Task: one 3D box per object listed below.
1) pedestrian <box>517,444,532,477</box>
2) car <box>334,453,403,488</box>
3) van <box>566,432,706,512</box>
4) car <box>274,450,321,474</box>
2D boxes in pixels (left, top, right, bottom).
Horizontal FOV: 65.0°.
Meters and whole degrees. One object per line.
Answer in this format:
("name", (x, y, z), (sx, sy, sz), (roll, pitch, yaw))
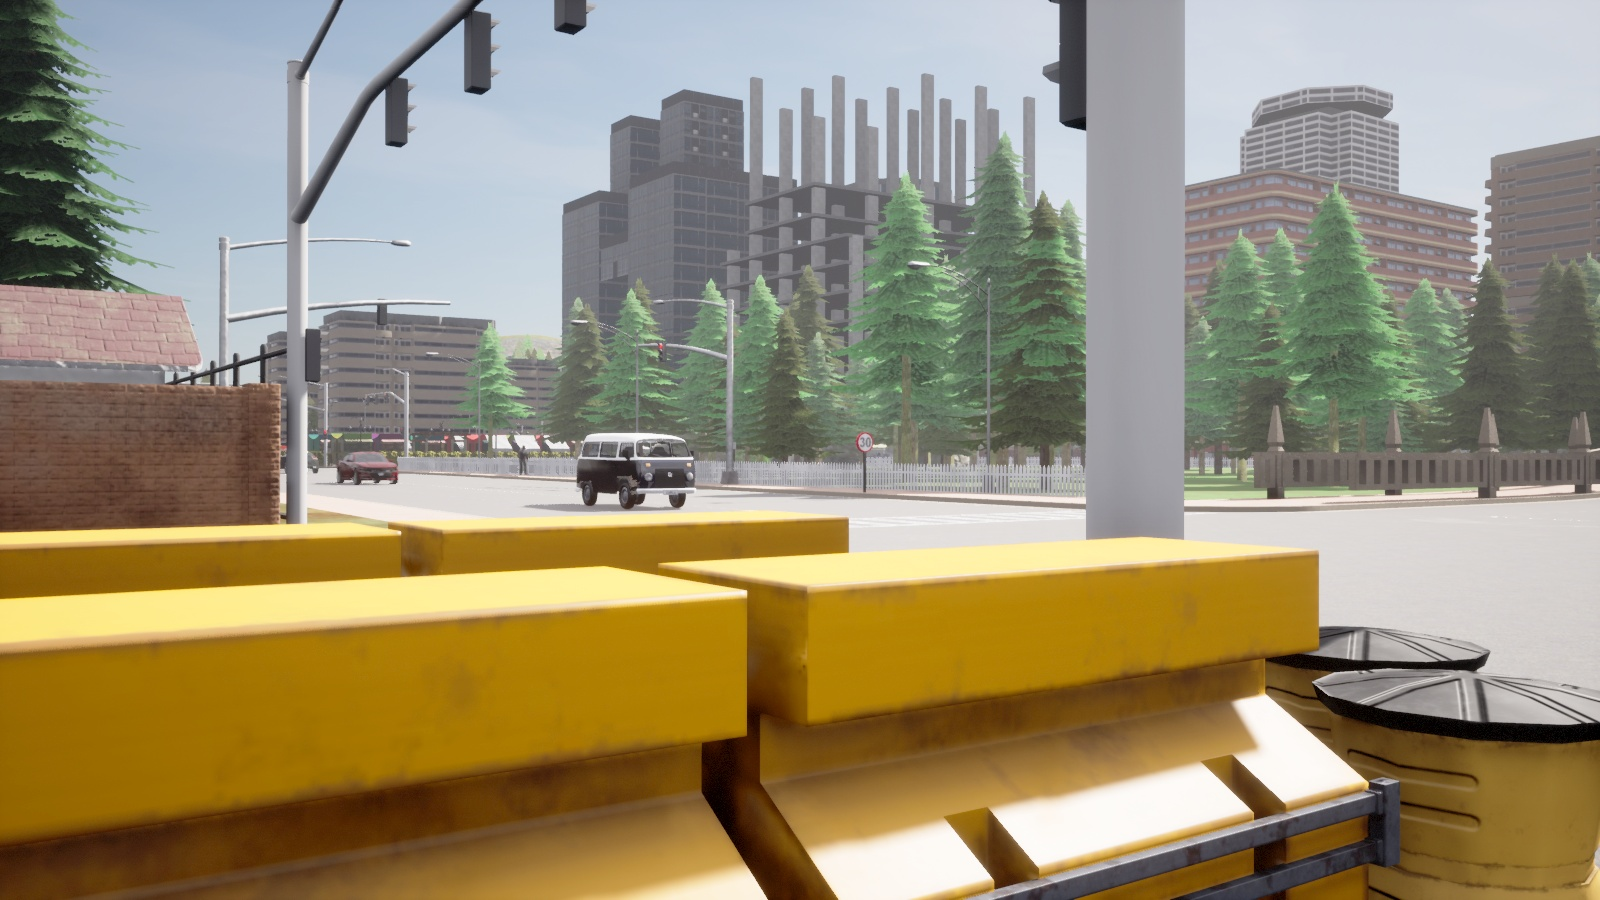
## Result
("pedestrian", (-15.793, 0.613, 71.896), (0.563, 1.883, 0.849), (0, 0, -33))
("car", (-20.079, 0.908, 58.282), (1.882, 1.535, 5.008), (0, 0, -33))
("van", (-4.568, 0.562, 34.452), (2.069, 2.038, 4.480), (0, 0, -33))
("car", (-35.247, 0.813, 88.001), (2.152, 1.651, 5.027), (0, 0, -33))
